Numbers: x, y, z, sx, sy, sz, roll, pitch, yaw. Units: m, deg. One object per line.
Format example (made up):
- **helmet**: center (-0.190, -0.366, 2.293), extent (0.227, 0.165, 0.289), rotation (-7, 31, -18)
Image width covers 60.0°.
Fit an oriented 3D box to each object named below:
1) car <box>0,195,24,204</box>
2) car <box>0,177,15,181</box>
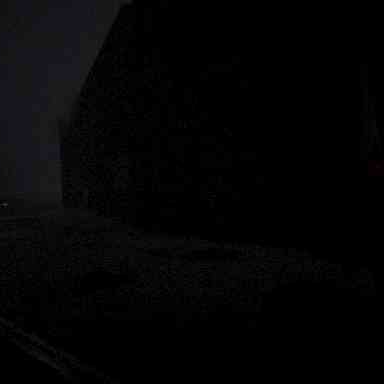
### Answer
- **car**: center (-29.214, 1.215, 53.771), extent (1.994, 1.385, 4.181), rotation (-4, 1, 5)
- **car**: center (-47.186, -2.977, 81.821), extent (2.231, 1.521, 4.892), rotation (-6, -3, 35)
